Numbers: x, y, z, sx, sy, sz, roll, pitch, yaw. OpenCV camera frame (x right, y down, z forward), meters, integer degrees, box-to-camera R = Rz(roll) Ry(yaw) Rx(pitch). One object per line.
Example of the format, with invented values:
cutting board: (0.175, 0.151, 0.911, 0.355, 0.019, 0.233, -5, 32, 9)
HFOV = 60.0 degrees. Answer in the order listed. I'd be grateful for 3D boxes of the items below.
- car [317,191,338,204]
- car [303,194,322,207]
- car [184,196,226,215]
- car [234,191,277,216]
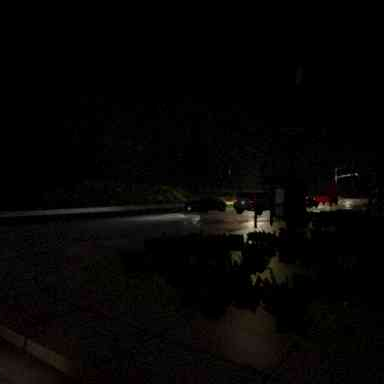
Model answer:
car: (20.153, 0.933, 49.712, 2.150, 2.045, 5.566, 2, 1, 36)
car: (14.291, 1.276, 41.518, 1.994, 1.385, 4.181, 2, 1, 36)
car: (1.219, 1.119, 29.483, 2.128, 1.511, 4.902, 2, 1, 36)
car: (5.831, 0.933, 29.693, 2.150, 2.045, 5.566, 2, 1, 37)
